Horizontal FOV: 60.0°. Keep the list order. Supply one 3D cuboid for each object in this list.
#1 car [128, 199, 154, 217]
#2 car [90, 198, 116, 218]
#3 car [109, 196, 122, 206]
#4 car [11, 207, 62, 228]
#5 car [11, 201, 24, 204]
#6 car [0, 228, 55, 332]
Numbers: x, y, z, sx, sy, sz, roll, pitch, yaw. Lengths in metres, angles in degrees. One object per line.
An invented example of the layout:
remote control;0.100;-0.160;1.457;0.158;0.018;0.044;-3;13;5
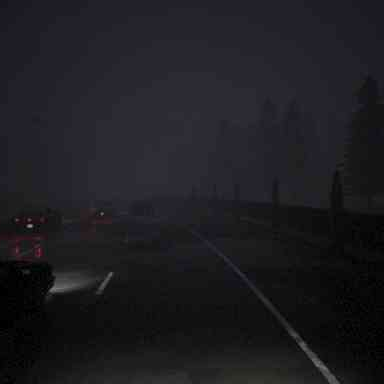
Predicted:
car;-4.776;1.377;30.764;1.882;1.535;5.008;0;0;-17
car;-8.089;1.513;29.692;1.895;1.301;4.718;0;0;-17
car;-12.014;1.319;51.684;1.882;1.535;5.008;0;0;-19
car;-9.253;1.549;20.256;1.895;1.301;4.718;0;0;-11
car;-26.243;1.430;49.754;2.033;1.411;5.357;0;0;-19
car;-3.633;1.540;4.447;2.033;1.411;5.357;0;0;-3
